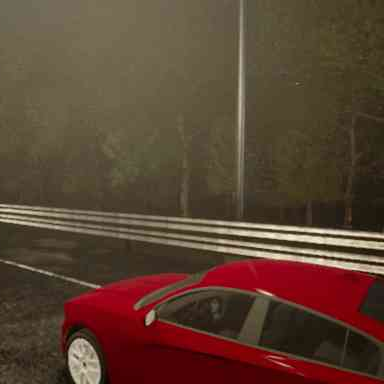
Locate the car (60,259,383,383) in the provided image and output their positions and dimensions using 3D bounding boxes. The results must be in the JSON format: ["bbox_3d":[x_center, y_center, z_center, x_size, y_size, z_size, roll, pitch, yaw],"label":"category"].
[{"bbox_3d":[0.686,1.459,3.378,5.008,1.535,1.882,1,1,35],"label":"car"}]
